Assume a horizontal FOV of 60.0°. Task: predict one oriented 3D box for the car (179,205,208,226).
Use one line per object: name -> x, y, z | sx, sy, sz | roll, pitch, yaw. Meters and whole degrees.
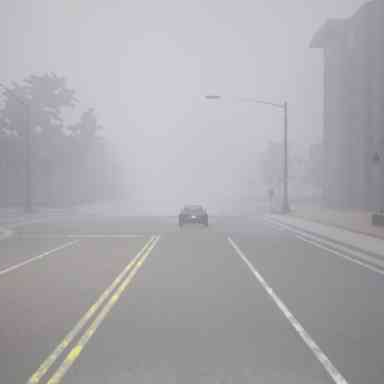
car -> 0.094, 1.603, 23.590 | 1.994, 1.385, 4.181 | 0, -1, 0
